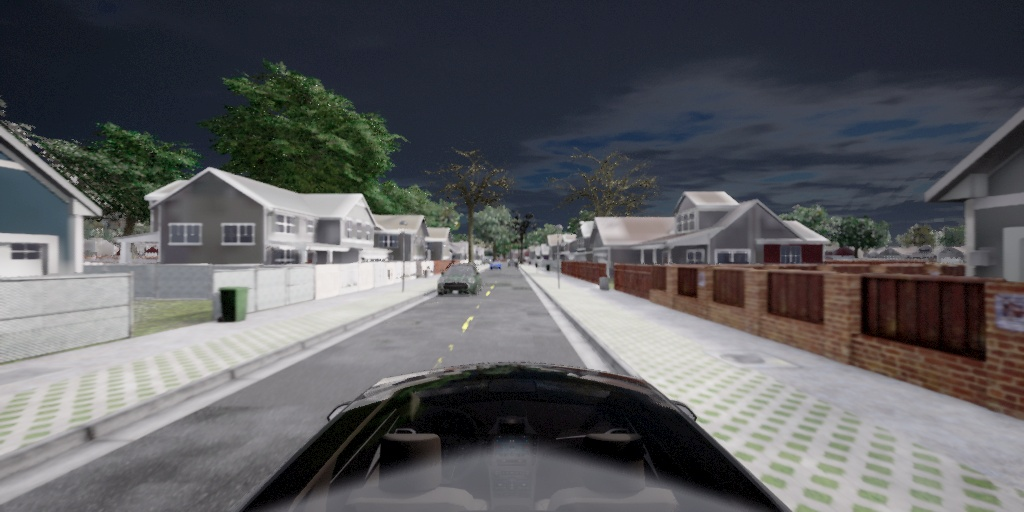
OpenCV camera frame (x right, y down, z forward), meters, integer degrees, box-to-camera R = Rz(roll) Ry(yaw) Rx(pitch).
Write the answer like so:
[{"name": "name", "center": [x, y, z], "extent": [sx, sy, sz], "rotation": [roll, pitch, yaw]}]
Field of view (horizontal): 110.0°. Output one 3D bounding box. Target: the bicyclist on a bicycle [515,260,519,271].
[{"name": "bicyclist on a bicycle", "center": [0.755, 1.530, 55.389], "extent": [0.659, 1.776, 1.843], "rotation": [0, 0, 0]}]

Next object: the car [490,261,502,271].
[{"name": "car", "center": [-2.781, 1.681, 61.723], "extent": [1.882, 1.535, 5.008], "rotation": [0, 0, 1]}]

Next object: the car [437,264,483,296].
[{"name": "car", "center": [-2.849, 1.254, 20.320], "extent": [2.097, 1.767, 4.553], "rotation": [0, 0, 0]}]
